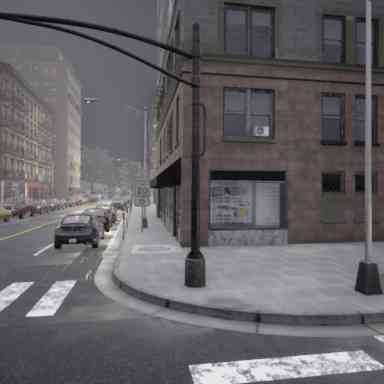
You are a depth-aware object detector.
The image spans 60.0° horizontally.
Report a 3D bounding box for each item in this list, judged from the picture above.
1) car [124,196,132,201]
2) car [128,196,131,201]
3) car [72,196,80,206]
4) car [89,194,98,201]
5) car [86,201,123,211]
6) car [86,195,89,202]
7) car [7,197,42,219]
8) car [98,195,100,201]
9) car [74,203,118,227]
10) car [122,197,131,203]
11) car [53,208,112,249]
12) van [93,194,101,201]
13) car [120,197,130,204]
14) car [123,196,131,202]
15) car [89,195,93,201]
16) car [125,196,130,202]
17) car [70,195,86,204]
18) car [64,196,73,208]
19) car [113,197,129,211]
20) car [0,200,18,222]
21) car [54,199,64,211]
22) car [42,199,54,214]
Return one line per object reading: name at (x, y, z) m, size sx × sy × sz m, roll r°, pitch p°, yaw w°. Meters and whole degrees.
car at (-17.467, 1.819, 90.380) m, size 1.947 × 1.339 × 4.313 m, roll 0°, pitch 0°, yaw -9°
car at (-11.159, 1.593, 52.529) m, size 1.967 × 1.590 × 4.097 m, roll 0°, pitch 0°, yaw -9°
car at (-19.090, 1.679, 51.207) m, size 1.947 × 1.339 × 4.313 m, roll 0°, pitch 0°, yaw -9°
car at (-22.685, 1.485, 72.839) m, size 2.192 × 1.841 × 5.009 m, roll 0°, pitch 0°, yaw -9°
car at (-6.654, 1.635, 25.491) m, size 2.008 × 1.369 × 4.403 m, roll 0°, pitch 0°, yaw -9°
car at (-20.860, 1.666, 61.855) m, size 1.752 × 1.417 × 4.829 m, roll 0°, pitch 0°, yaw -9°
car at (-15.492, 1.373, 29.577) m, size 2.192 × 1.841 × 5.009 m, roll 0°, pitch 0°, yaw -9°
car at (-23.584, 1.499, 78.247) m, size 2.192 × 1.841 × 5.009 m, roll 0°, pitch 0°, yaw -9°
car at (-5.753, 1.615, 20.084) m, size 1.887 × 1.381 × 4.507 m, roll 0°, pitch 0°, yaw -9°
car at (-15.665, 1.806, 79.565) m, size 1.802 × 1.307 × 4.206 m, roll 0°, pitch 0°, yaw -9°
car at (-4.852, 1.607, 14.677) m, size 2.008 × 1.369 × 4.403 m, roll 0°, pitch 0°, yaw -9°
van at (-25.383, 1.555, 89.063) m, size 1.690 × 1.788 × 3.998 m, roll 0°, pitch 0°, yaw -9°
car at (-13.863, 1.740, 68.751) m, size 1.887 × 1.381 × 4.507 m, roll 0°, pitch 0°, yaw -9°
car at (-16.566, 1.790, 84.973) m, size 2.008 × 1.369 × 4.403 m, roll 0°, pitch 0°, yaw -9°
car at (-21.788, 1.737, 67.430) m, size 1.802 × 1.307 × 4.206 m, roll 0°, pitch 0°, yaw -9°
car at (-10.259, 1.690, 47.121) m, size 2.008 × 1.369 × 4.403 m, roll 0°, pitch 0°, yaw -9°
car at (-19.988, 1.442, 56.616) m, size 2.192 × 1.841 × 5.009 m, roll 0°, pitch 0°, yaw -9°
car at (-18.191, 1.650, 45.799) m, size 2.008 × 1.369 × 4.403 m, roll 0°, pitch 0°, yaw -9°
car at (-9.358, 1.676, 41.713) m, size 2.008 × 1.369 × 4.403 m, roll 0°, pitch 0°, yaw -9°
car at (-14.566, 1.569, 24.000) m, size 1.752 × 1.417 × 4.829 m, roll 0°, pitch 0°, yaw -9°
car at (-17.291, 1.525, 40.392) m, size 1.967 × 1.590 × 4.097 m, roll 0°, pitch 0°, yaw -9°
car at (-16.392, 1.512, 34.984) m, size 1.967 × 1.590 × 4.097 m, roll 0°, pitch 0°, yaw -9°
